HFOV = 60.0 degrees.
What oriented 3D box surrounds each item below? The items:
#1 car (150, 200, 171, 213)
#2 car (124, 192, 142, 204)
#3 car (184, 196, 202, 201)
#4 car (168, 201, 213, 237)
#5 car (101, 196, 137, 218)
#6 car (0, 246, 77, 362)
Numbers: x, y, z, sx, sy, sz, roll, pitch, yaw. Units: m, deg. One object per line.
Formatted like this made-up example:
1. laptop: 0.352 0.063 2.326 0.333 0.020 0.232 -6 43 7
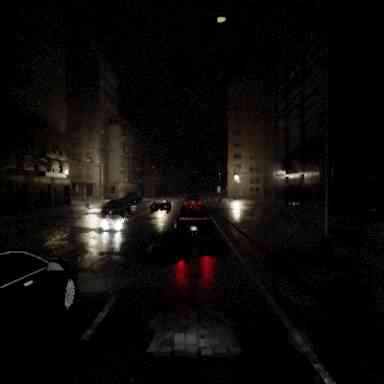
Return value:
1. car: -3.160 1.473 34.849 1.895 1.301 4.718 0 0 0
2. car: -9.454 0.974 53.095 2.150 2.045 5.566 0 0 2
3. car: 0.110 1.209 37.867 2.097 1.767 4.553 0 0 0
4. car: 0.091 1.432 17.502 2.128 1.511 4.902 0 0 0
5. car: -6.603 1.390 29.383 2.128 1.511 4.902 0 0 0
6. car: -3.155 1.492 4.606 1.837 1.490 4.892 0 1 0
